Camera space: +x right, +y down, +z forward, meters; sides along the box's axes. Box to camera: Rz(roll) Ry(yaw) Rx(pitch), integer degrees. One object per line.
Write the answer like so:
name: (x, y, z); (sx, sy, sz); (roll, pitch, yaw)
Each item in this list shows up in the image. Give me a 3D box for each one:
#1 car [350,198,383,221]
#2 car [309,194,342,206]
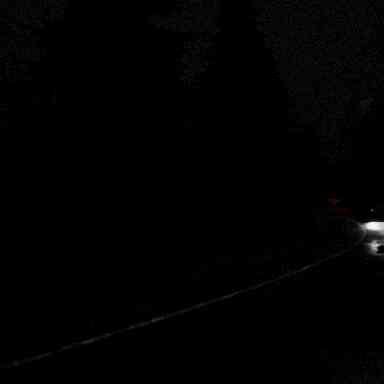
car: (11.812, 1.066, 21.620); (1.994, 1.385, 4.181); (-1, 1, 9)
car: (14.131, 0.874, 36.656); (1.895, 1.301, 4.718); (-1, 1, -17)
